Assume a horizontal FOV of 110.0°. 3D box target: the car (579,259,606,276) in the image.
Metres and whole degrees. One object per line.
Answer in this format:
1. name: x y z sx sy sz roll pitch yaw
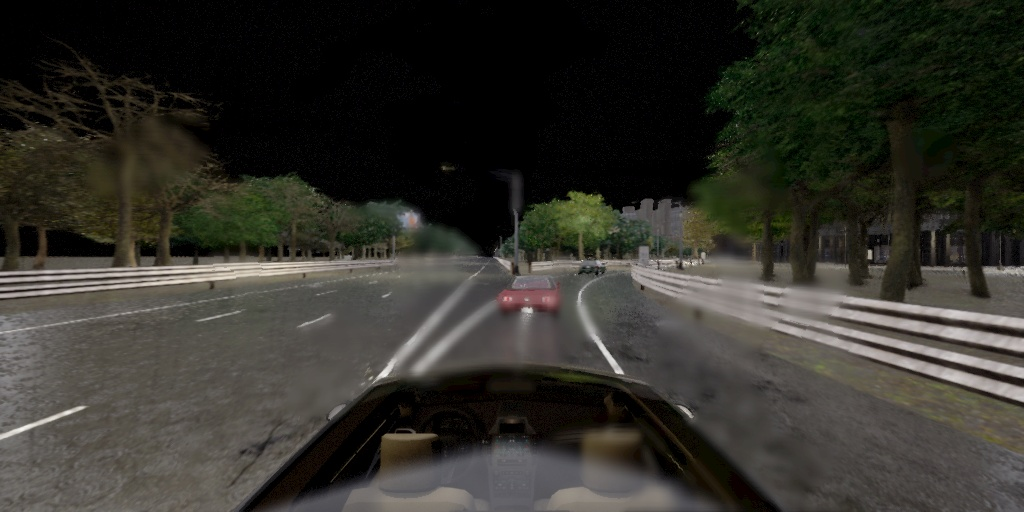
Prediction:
1. car: 8.742 1.152 38.594 2.097 1.767 4.553 0 0 26

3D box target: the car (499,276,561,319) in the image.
1. car: 0.830 1.359 12.969 1.895 1.301 4.718 0 0 8
